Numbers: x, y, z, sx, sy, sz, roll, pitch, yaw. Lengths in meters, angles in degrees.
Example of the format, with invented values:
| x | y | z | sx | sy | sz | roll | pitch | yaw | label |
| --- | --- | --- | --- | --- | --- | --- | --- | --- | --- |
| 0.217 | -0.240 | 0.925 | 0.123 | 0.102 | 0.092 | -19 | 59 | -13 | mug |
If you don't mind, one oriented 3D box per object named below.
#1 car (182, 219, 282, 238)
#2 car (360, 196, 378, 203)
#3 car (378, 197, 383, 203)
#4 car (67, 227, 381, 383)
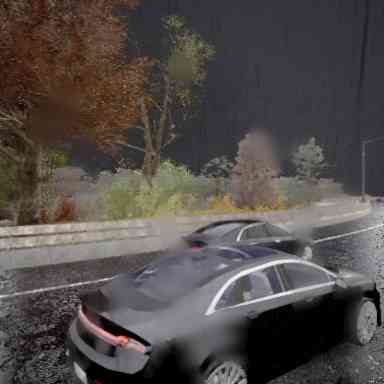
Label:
| x | y | z | sx | sy | sz | roll | pitch | yaw | label |
| --- | --- | --- | --- | --- | --- | --- | --- | --- | --- |
| 1.798 | 1.564 | 9.875 | 4.892 | 1.490 | 1.837 | 0 | 0 | -39 | car |
| 38.921 | 1.708 | 74.216 | 1.882 | 1.535 | 5.008 | 0 | 0 | 7 | car |
| 42.370 | 1.776 | 73.617 | 1.994 | 1.385 | 4.181 | 0 | 0 | 7 | car |
| 0.849 | 1.521 | 4.674 | 4.902 | 1.511 | 2.128 | 0 | 0 | -38 | car |
